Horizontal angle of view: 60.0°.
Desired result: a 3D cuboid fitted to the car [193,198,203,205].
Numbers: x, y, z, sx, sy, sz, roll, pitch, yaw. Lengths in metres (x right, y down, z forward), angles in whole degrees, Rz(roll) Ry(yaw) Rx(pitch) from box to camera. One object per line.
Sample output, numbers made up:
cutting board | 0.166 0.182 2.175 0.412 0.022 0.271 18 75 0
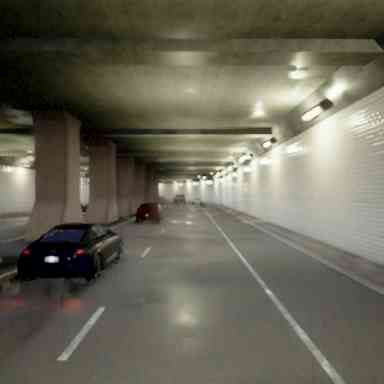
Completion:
car | 1.102 1.844 64.798 1.812 1.442 4.674 0 0 -3

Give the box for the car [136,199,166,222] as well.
car | -3.407 1.613 27.589 1.882 1.535 5.008 0 0 0

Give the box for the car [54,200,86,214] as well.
car | -14.095 1.695 38.774 1.837 1.490 4.892 0 0 0

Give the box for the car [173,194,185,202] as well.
car | -3.309 1.488 85.215 2.150 2.045 5.566 0 0 -16

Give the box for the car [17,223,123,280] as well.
car | -3.403 1.614 10.073 1.994 1.385 4.181 0 0 0

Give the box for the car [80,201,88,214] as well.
car | -10.603 1.771 34.788 1.895 1.301 4.718 0 0 0
